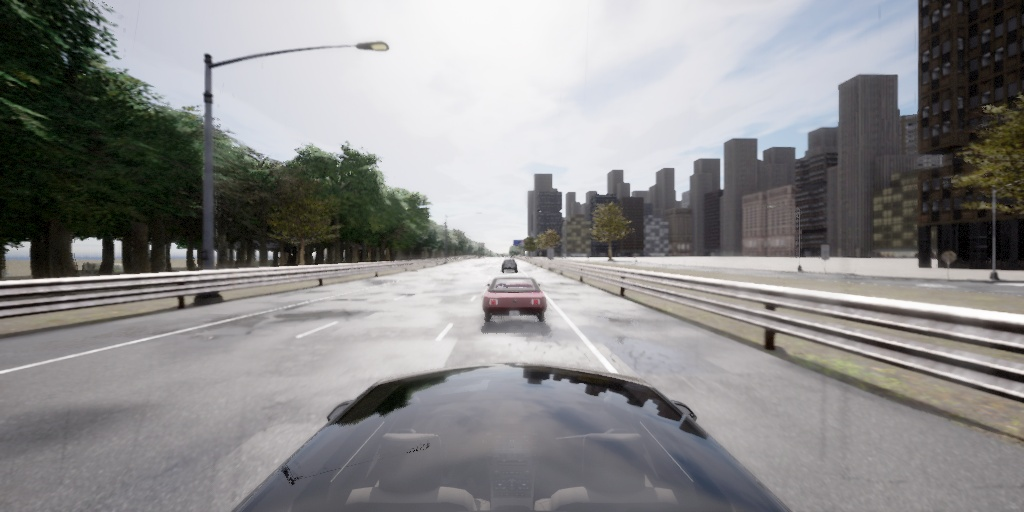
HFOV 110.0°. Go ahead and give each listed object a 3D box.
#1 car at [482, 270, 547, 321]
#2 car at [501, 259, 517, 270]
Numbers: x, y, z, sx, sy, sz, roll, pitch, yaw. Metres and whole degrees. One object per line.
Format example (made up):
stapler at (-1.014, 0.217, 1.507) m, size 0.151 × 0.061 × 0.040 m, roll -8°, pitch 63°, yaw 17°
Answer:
car at (0.068, 1.343, 12.428) m, size 1.895 × 1.301 × 4.718 m, roll 0°, pitch 0°, yaw 0°
car at (-0.335, 1.125, 44.928) m, size 2.033 × 1.649 × 4.856 m, roll 0°, pitch 0°, yaw -1°
